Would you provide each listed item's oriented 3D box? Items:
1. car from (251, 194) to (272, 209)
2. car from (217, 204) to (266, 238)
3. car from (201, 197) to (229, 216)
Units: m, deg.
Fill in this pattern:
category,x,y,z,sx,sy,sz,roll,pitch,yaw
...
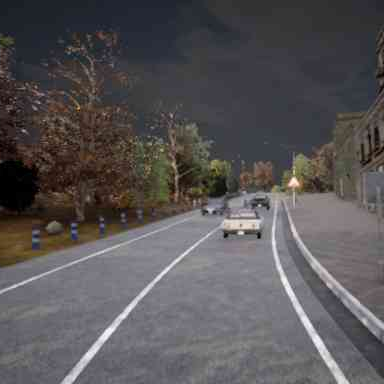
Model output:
category,x,y,z,sx,sy,sz,roll,pitch,yaw
car,7.337,1.017,35.431,1.837,1.490,4.892,-1,1,15
car,2.755,1.548,17.473,1.895,1.301,4.718,-1,1,13
car,2.073,1.237,28.916,2.128,1.511,4.902,-1,1,15
